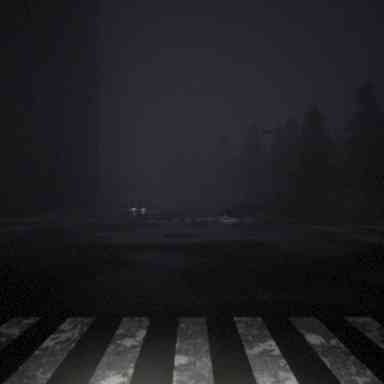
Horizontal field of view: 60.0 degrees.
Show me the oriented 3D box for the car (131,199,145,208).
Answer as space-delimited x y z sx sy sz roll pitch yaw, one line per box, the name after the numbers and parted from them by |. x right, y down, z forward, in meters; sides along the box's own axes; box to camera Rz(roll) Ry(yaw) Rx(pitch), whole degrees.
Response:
-9.146 1.944 56.062 1.837 1.490 4.892 1 0 -17 | car

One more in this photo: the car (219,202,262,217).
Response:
5.177 1.779 34.842 5.357 1.411 2.033 -2 -1 -45 | car
